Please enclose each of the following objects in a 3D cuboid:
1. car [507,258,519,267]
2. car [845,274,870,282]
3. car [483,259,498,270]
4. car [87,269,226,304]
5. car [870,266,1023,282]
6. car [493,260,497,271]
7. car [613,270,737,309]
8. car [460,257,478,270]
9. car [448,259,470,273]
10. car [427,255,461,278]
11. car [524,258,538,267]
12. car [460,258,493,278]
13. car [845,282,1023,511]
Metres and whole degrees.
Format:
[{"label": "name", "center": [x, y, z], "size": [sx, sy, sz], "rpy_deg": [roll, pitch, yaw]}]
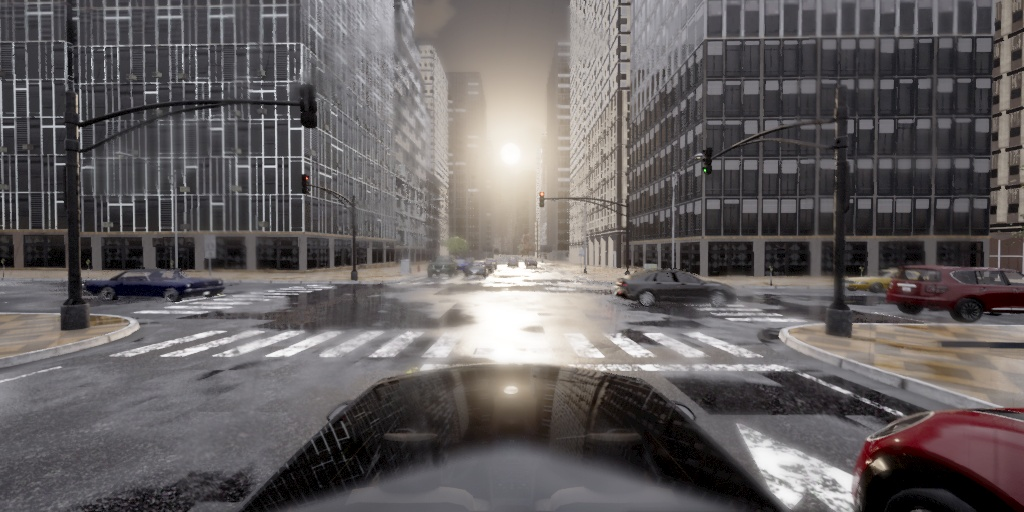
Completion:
[{"label": "car", "center": [0.206, 1.266, 63.368], "size": [1.994, 1.385, 4.181], "rpy_deg": [0, 0, 0]}, {"label": "car", "center": [21.864, 1.409, 20.795], "size": [4.829, 1.417, 1.751], "rpy_deg": [0, 0, 1]}, {"label": "car", "center": [-3.170, 1.261, 53.932], "size": [2.033, 1.411, 5.357], "rpy_deg": [0, 0, 0]}, {"label": "car", "center": [-15.174, 1.250, 15.472], "size": [4.718, 1.301, 1.895], "rpy_deg": [1, 1, 6]}, {"label": "car", "center": [16.226, 1.281, 12.529], "size": [5.009, 1.841, 2.192], "rpy_deg": [0, 0, 1]}, {"label": "car", "center": [-3.213, 1.325, 43.228], "size": [1.895, 1.301, 4.718], "rpy_deg": [0, 0, 0]}, {"label": "car", "center": [6.856, 1.348, 15.293], "size": [4.892, 1.490, 1.837], "rpy_deg": [1, 1, 1]}, {"label": "car", "center": [-6.417, 1.065, 53.823], "size": [2.097, 1.767, 4.553], "rpy_deg": [0, 0, 0]}, {"label": "car", "center": [-6.458, 1.201, 44.155], "size": [1.882, 1.535, 5.008], "rpy_deg": [0, 0, 0]}, {"label": "car", "center": [-6.483, 0.954, 34.190], "size": [2.150, 2.045, 5.566], "rpy_deg": [0, 0, 0]}, {"label": "car", "center": [3.457, 1.303, 63.386], "size": [1.895, 1.301, 4.718], "rpy_deg": [0, 0, 0]}, {"label": "car", "center": [-3.242, 1.224, 33.947], "size": [2.128, 1.511, 4.902], "rpy_deg": [0, 0, 1]}, {"label": "car", "center": [3.253, 1.102, 0.415], "size": [2.097, 1.767, 4.553], "rpy_deg": [0, 0, 0]}]
